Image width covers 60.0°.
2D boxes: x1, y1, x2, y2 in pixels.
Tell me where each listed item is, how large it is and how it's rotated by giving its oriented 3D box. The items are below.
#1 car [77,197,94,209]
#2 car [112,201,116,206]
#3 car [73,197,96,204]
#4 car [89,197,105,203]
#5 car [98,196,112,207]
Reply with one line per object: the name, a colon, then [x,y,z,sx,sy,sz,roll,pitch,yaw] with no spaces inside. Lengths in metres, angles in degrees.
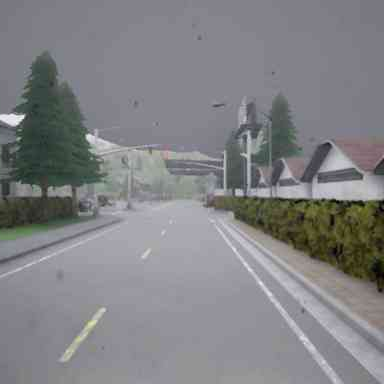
car: [-13.225,1.514,36.092,4.674,1.442,1.812,0,-1,0]
car: [-16.191,1.940,62.032,3.806,1.475,1.970,0,-1,-1]
car: [-24.034,1.992,74.403,4.514,1.523,2.007,0,-1,-1]
car: [-24.052,2.107,84.395,3.633,1.501,1.845,0,-1,-1]
car: [-16.782,1.625,58.706,3.866,1.878,1.905,0,-1,-1]
